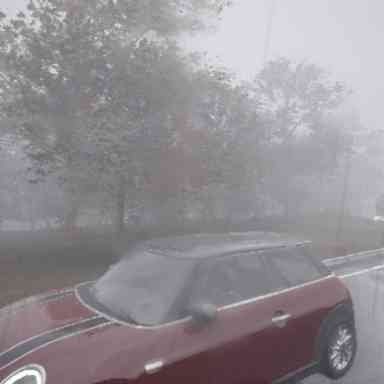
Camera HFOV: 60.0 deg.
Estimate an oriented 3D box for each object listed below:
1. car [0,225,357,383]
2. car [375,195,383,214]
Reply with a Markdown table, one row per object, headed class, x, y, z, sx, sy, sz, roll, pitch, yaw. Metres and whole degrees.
| class | x | y | z | sx | sy | sz | roll | pitch | yaw |
| --- | --- | --- | --- | --- | --- | --- | --- | --- | --- |
| car | -0.103 | 1.356 | 3.912 | 4.553 | 1.767 | 2.097 | 0 | 0 | -35 |
| car | 21.012 | 1.298 | 35.194 | 2.150 | 2.045 | 5.566 | -1 | -1 | 39 |
